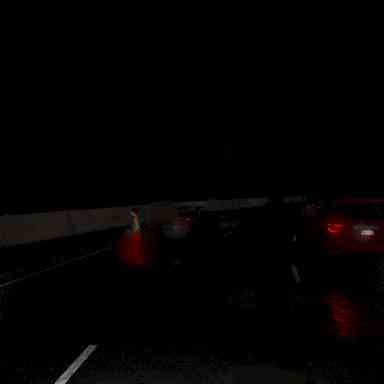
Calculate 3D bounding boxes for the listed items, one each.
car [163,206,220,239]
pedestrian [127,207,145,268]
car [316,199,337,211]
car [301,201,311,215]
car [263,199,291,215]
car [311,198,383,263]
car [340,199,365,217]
[{"bbox_3d":[0.117,1.491,17.553,2.128,1.511,4.902,0,0,20],"label":"car"},{"bbox_3d":[-1.671,1.294,9.823,0.375,1.860,0.375,0,0,12],"label":"pedestrian"},{"bbox_3d":[16.874,1.564,41.620,1.994,1.385,4.181,0,0,29],"label":"car"},{"bbox_3d":[12.065,1.564,32.902,1.994,1.385,4.181,0,0,29],"label":"car"},{"bbox_3d":[8.879,1.477,34.425,1.882,1.535,5.008,0,0,29],"label":"car"},{"bbox_3d":[5.648,1.222,11.847,2.150,2.045,5.566,0,0,17],"label":"car"},{"bbox_3d":[15.451,1.477,31.818,1.882,1.535,5.008,0,0,29],"label":"car"}]
